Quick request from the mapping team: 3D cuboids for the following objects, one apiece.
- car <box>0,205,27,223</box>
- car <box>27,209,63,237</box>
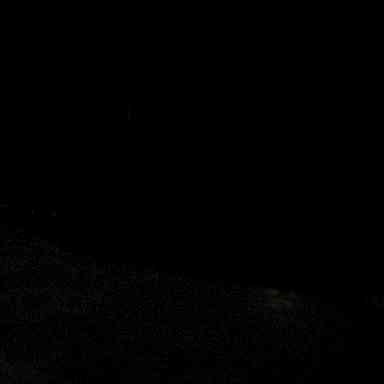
[{"bbox_3d":[-13.205,1.576,23.312,1.802,1.307,4.206,0,-1,36],"label":"car"},{"bbox_3d":[-6.285,1.633,18.334,2.008,1.369,4.403,0,-1,36],"label":"car"}]
